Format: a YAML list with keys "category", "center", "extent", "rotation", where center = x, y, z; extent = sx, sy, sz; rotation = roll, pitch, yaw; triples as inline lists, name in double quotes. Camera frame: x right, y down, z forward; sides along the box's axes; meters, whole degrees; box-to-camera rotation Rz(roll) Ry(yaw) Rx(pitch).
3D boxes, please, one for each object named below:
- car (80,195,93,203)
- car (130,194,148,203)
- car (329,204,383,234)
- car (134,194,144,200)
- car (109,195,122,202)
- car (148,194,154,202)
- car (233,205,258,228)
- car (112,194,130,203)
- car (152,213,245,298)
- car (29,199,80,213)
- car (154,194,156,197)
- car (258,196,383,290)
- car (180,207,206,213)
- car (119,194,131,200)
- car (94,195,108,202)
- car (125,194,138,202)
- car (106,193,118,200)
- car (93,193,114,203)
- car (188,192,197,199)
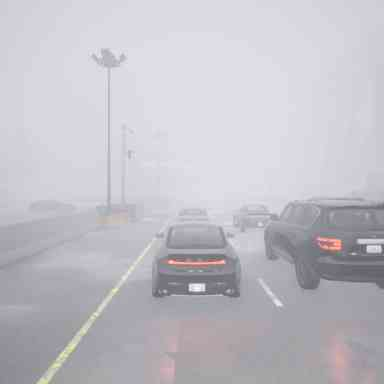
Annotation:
- category: "car"
  center: [-21.090, 1.451, 66.904]
  extent: [1.882, 1.535, 5.008]
  rotation: [0, 0, 0]
- category: "car"
  center: [-10.592, 1.484, 66.607]
  extent: [1.812, 1.442, 4.674]
  rotation: [0, 0, 0]
- category: "car"
  center: [10.566, 1.547, 20.561]
  extent: [2.033, 1.411, 5.357]
  rotation: [0, 0, 0]
- category: "car"
  center: [-13.965, 1.309, 87.266]
  extent: [1.837, 1.490, 4.892]
  rotation: [0, 1, 0]
- category: "car"
  center: [-17.533, 1.468, 76.521]
  extent: [1.994, 1.385, 4.181]
  rotation: [0, 0, 0]
- category: "car"
  center: [-10.530, 1.388, 77.009]
  extent: [1.882, 1.535, 5.008]
  rotation: [0, 0, 0]
- category: "car"
  center: [3.567, 1.491, 19.820]
  extent: [2.128, 1.511, 4.902]
  rotation: [0, 0, 0]
- category: "car"
  center: [-14.092, 1.523, 66.619]
  extent: [1.994, 1.385, 4.181]
  rotation: [0, 0, 0]
- category: "car"
  center: [0.084, 1.505, 8.519]
  extent: [1.837, 1.490, 4.892]
  rotation: [0, 0, 0]
- category: "car"
  center: [-15.404, 1.510, 36.977]
  extent: [4.892, 1.490, 1.837]
  rotation: [0, 1, -9]
- category: "car"
  center: [-10.464, 1.284, 87.439]
  extent: [1.882, 1.535, 5.008]
  rotation: [0, 1, 0]
- category: "car"
  center: [3.584, 1.221, 9.261]
  extent: [2.150, 2.045, 5.566]
  rotation: [0, 0, 0]
- category: "car"
  center: [0.064, 1.547, 18.682]
  extent: [2.033, 1.411, 5.357]
  rotation: [0, 0, 0]
- category: "car"
  center: [-17.467, 1.354, 86.879]
  extent: [2.033, 1.411, 5.357]
  rotation: [0, 1, 0]
- category: "car"
  center: [-21.032, 1.466, 76.763]
  extent: [1.994, 1.385, 4.181]
  rotation: [0, 0, 0]
- category: "car"
  center: [-14.031, 1.267, 76.868]
  extent: [2.097, 1.767, 4.553]
  rotation: [0, 0, 0]
- category: "car"
  center: [-20.966, 1.167, 87.061]
  extent: [2.097, 1.767, 4.553]
  rotation: [0, 1, 0]
- category: "car"
  center: [-17.592, 1.310, 66.660]
  extent: [2.097, 1.767, 4.553]
  rotation: [0, 0, 0]
- category: "car"
  center: [0.088, 0.916, 95.549]
  extent: [2.150, 2.045, 5.566]
  rotation: [0, 1, 0]
